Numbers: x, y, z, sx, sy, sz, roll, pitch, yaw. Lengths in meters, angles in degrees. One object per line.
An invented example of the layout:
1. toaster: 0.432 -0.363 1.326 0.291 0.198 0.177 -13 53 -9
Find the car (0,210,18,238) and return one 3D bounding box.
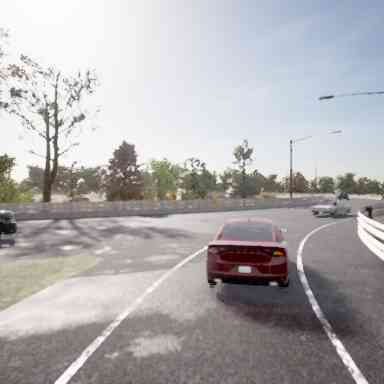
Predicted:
1. car: -10.480 1.140 14.019 5.566 2.045 2.150 0 0 -28

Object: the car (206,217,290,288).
1. car: 1.629 1.444 9.291 1.882 1.535 5.008 0 0 13

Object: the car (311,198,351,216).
1. car: 12.969 1.503 30.871 4.718 1.301 1.895 0 0 -43

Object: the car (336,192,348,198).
1. car: 38.022 0.962 84.346 2.150 2.045 5.566 0 0 15
